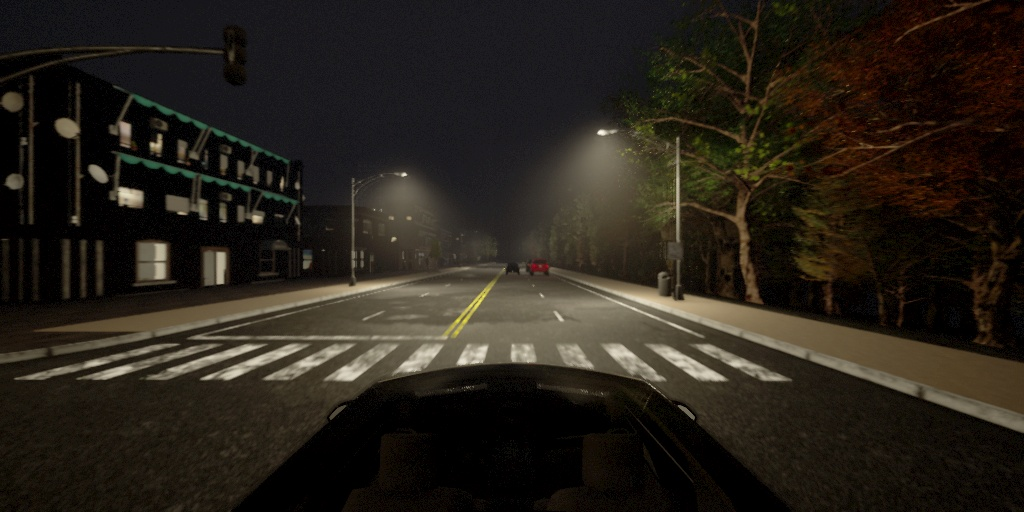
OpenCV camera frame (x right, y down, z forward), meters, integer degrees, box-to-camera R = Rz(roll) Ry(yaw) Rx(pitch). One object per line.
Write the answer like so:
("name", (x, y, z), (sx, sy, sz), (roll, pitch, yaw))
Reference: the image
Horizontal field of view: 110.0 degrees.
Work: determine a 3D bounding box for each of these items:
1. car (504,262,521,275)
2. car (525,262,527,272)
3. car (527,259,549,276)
("car", (0.096, 1.667, 46.387), (1.837, 1.490, 4.892), (0, -1, 0))
("car", (3.247, 1.464, 55.316), (2.150, 2.045, 5.566), (0, -1, 0))
("car", (3.344, 1.367, 44.574), (2.150, 2.045, 5.566), (0, -1, 0))
